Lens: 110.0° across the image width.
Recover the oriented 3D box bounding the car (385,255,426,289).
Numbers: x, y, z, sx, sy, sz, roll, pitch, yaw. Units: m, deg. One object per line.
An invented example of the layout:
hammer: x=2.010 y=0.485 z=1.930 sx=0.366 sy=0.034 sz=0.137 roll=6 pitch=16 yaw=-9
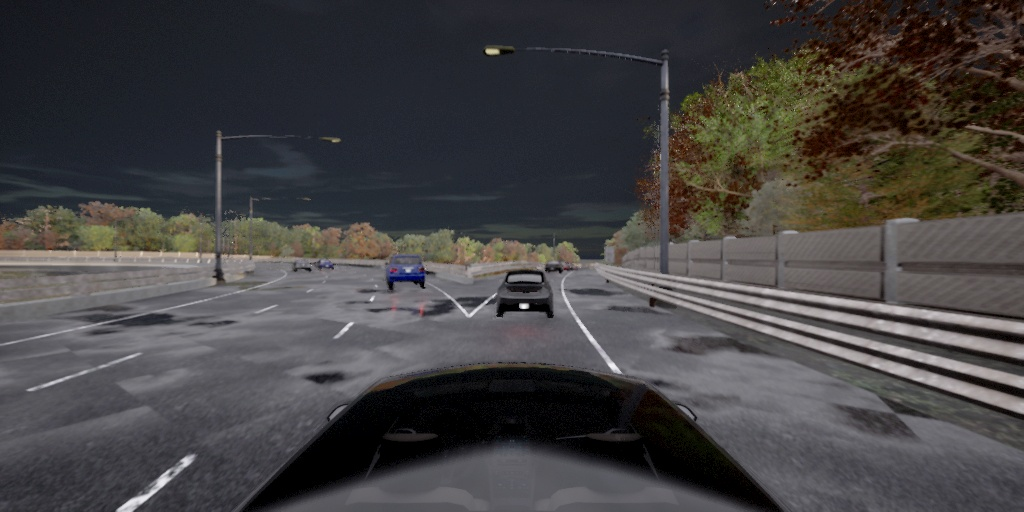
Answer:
car: x=-6.949 y=0.948 z=23.241 sx=2.150 sy=2.045 sz=5.566 roll=0 pitch=0 yaw=-21

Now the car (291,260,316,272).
car: x=-26.767 y=1.217 z=45.501 sx=2.033 sy=1.411 sz=5.357 roll=0 pitch=0 yaw=-36

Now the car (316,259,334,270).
car: x=-27.086 y=1.194 z=51.626 sx=1.812 sy=1.442 sz=4.674 roll=0 pitch=0 yaw=-38

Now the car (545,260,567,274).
car: x=4.969 y=1.252 z=41.929 sx=1.882 sy=1.535 sz=5.008 roll=0 pitch=-1 yaw=12

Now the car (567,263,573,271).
car: x=7.680 y=1.551 z=54.169 sx=1.994 sy=1.385 sz=4.181 roll=0 pitch=-2 yaw=13

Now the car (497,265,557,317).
car: x=0.522 y=1.256 z=13.231 sx=1.837 sy=1.490 sz=4.892 roll=0 pitch=0 yaw=4
